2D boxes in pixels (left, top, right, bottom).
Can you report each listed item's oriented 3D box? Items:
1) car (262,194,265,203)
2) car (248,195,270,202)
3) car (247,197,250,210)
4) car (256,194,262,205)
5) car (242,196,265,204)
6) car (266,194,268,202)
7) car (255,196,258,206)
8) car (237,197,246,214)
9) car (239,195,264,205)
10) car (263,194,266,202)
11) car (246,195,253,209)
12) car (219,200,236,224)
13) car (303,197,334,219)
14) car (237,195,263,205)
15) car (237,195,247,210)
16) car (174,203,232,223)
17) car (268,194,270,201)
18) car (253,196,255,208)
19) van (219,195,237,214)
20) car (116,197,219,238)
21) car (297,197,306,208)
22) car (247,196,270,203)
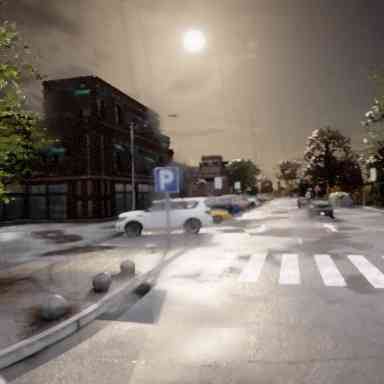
[{"bbox_3d":[9.150,1.727,57.086,5.366,1.575,1.946,-2,-1,-4],"label":"car"},{"bbox_3d":[18.014,1.852,88.886,5.366,1.575,1.946,-2,-1,-5],"label":"car"},{"bbox_3d":[4.094,1.750,39.723,4.674,1.452,2.002,-2,-1,-4],"label":"car"},{"bbox_3d":[7.357,1.473,51.297,5.566,2.045,2.435,-2,-1,-4],"label":"car"},{"bbox_3d":[13.824,1.837,74.412,4.674,1.452,2.002,-2,-1,-4],"label":"car"},{"bbox_3d":[13.048,1.813,71.523,4.792,1.488,2.163,-2,-1,-4],"label":"car"},{"bbox_3d":[6.557,1.749,48.405,4.792,1.488,2.163,-2,-1,-4],"label":"car"},{"bbox_3d":[2.483,1.705,33.932,5.008,1.535,2.097,-3,0,-4],"label":"car"},{"bbox_3d":[12.172,1.649,68.633,4.553,1.767,2.185,-2,-1,-4],"label":"car"},{"bbox_3d":[9.785,1.494,59.980,5.566,2.045,2.435,-3,-1,-4],"label":"car"},{"bbox_3d":[4.932,1.586,42.613,4.553,1.767,2.185,-2,-1,-4],"label":"car"},{"bbox_3d":[0.250,1.689,25.269,5.366,1.575,1.946,-2,-1,-5],"label":"car"},{"bbox_3d":[10.685,1.416,27.948,1.837,1.490,4.892,-2,-1,16],"label":"car"},{"bbox_3d":[11.362,1.639,65.743,4.553,1.767,2.185,-2,-1,-4],"label":"car"},{"bbox_3d":[3.247,1.584,36.837,4.553,1.767,2.185,-2,-1,-5],"label":"car"},{"bbox_3d":[0.863,1.742,28.152,4.674,1.452,2.002,-3,-1,-5],"label":"car"},{"bbox_3d":[16.226,1.837,83.087,4.892,1.521,2.231,-2,-1,-5],"label":"car"},{"bbox_3d":[5.743,1.589,45.503,4.553,1.767,2.185,-2,-1,-4],"label":"car"},{"bbox_3d":[1.545,1.484,31.032,4.442,1.987,1.878,-2,0,-5],"label":"van"},{"bbox_3d":[-1.571,1.446,19.452,5.566,2.045,2.435,-2,0,-5],"label":"car"},{"bbox_3d":[16.080,1.425,47.575,2.128,1.511,4.902,-2,-1,15],"label":"car"},{"bbox_3d":[17.217,1.838,85.992,5.366,1.575,1.946,-2,-1,-5],"label":"car"}]
